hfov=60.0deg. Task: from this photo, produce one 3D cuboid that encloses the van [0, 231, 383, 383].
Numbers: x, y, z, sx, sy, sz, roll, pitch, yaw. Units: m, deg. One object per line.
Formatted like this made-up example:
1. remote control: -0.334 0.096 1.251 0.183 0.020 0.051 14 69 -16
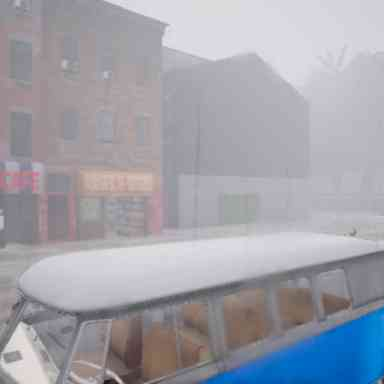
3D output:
1. van: 0.310 1.343 3.033 3.998 1.788 1.690 0 0 -36
